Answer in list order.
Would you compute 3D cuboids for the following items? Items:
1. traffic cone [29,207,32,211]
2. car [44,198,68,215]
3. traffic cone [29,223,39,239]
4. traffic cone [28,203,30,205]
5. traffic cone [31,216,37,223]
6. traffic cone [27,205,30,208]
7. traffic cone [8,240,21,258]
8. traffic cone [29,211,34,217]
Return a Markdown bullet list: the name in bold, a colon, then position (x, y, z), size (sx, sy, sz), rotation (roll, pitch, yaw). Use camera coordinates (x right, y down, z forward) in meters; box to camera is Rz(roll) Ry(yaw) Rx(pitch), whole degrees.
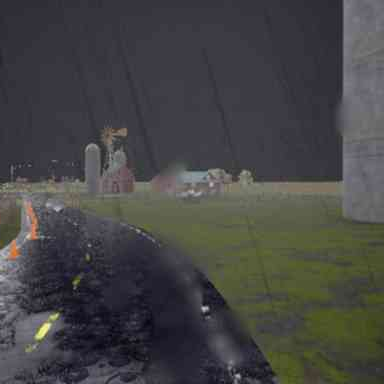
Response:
- **traffic cone**: position (-14.101, 1.874, 29.298), size (0.340, 0.580, 0.340), rotation (-1, 1, -27)
- **car**: position (-13.133, 1.370, 31.958), size (2.128, 1.511, 4.902), rotation (-1, 1, -27)
- **traffic cone**: position (-7.648, 1.934, 16.044), size (0.340, 0.580, 0.340), rotation (-1, 0, -21)
- **traffic cone**: position (-18.630, 1.820, 38.214), size (0.340, 0.580, 0.340), rotation (-1, 1, -27)
- **traffic cone**: position (-9.576, 1.919, 20.386), size (0.340, 0.580, 0.340), rotation (-1, 1, -27)
- **traffic cone**: position (-16.365, 1.847, 33.756), size (0.340, 0.580, 0.340), rotation (-1, 1, -27)
- **traffic cone**: position (-6.160, 1.949, 11.532), size (0.340, 0.580, 0.340), rotation (-1, 0, -15)
- **traffic cone**: position (-11.837, 1.897, 24.839), size (0.340, 0.580, 0.340), rotation (-1, 1, -27)
